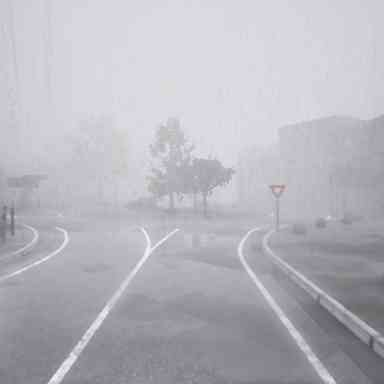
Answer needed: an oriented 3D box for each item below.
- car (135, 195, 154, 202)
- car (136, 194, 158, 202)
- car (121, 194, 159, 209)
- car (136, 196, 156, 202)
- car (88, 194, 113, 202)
[{"bbox_3d":[-12.170,1.623,85.590,4.553,1.767,2.185,0,-1,-2],"label":"car"},{"bbox_3d":[-12.372,1.633,91.542,5.566,2.045,2.435,0,-2,-2],"label":"car"},{"bbox_3d":[-7.254,1.521,47.207,4.553,1.767,2.097,1,-1,-22],"label":"car"},{"bbox_3d":[-12.248,1.818,88.621,5.008,1.535,2.097,0,-1,-2],"label":"car"},{"bbox_3d":[-24.446,1.544,87.341,5.566,2.045,2.435,0,-1,-2],"label":"car"}]
